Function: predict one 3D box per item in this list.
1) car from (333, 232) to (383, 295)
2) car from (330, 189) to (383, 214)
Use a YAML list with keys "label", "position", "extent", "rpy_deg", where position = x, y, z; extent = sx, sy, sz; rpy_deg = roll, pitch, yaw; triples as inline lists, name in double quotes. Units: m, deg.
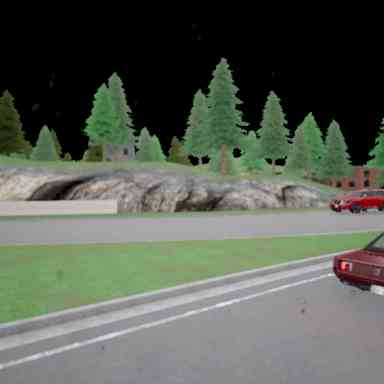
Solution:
- label: "car"
  position: [5.296, 1.469, 7.224]
  extent: [4.718, 1.301, 1.895]
  rpy_deg: [-1, 1, -32]
- label: "car"
  position: [14.586, 0.775, 28.733]
  extent: [5.566, 2.045, 2.150]
  rpy_deg: [-1, 1, -22]
